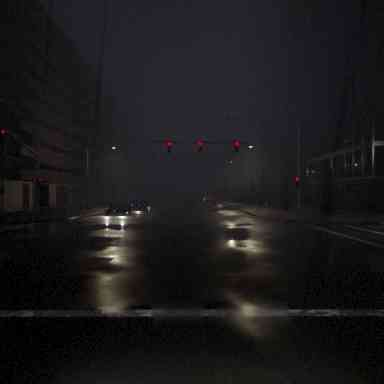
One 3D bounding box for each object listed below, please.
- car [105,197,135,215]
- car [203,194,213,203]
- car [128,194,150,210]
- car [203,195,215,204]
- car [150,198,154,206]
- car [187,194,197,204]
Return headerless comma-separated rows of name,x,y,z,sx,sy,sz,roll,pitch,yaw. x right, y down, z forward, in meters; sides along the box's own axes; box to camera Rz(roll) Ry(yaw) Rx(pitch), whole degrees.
car,-7.458,1.557,34.203,1.812,1.442,4.674,0,0,0
car,3.485,1.424,74.554,2.097,1.767,4.553,0,0,1
car,-7.440,1.262,44.114,2.150,2.045,5.566,0,0,1
car,3.478,1.551,64.689,2.128,1.511,4.902,0,0,1
car,-7.326,1.598,54.577,2.033,1.411,5.357,0,0,1
car,-0.021,1.623,64.598,1.994,1.385,4.181,0,0,1
